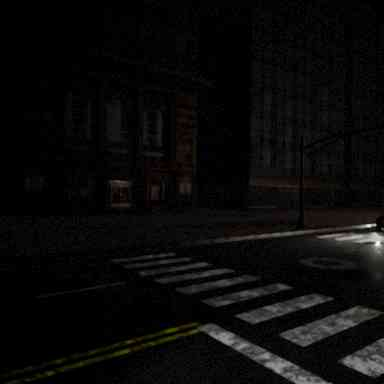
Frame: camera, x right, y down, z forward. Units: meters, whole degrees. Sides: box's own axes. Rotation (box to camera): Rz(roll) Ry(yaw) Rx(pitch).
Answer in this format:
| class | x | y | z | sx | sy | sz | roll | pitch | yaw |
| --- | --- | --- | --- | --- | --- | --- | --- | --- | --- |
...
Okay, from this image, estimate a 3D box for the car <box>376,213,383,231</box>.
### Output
| class | x | y | z | sx | sy | sz | roll | pitch | yaw |
| --- | --- | --- | --- | --- | --- | --- | --- | --- | --- |
| car | 13.768 | 1.750 | 21.485 | 4.902 | 1.511 | 2.128 | 1 | 0 | -35 |
